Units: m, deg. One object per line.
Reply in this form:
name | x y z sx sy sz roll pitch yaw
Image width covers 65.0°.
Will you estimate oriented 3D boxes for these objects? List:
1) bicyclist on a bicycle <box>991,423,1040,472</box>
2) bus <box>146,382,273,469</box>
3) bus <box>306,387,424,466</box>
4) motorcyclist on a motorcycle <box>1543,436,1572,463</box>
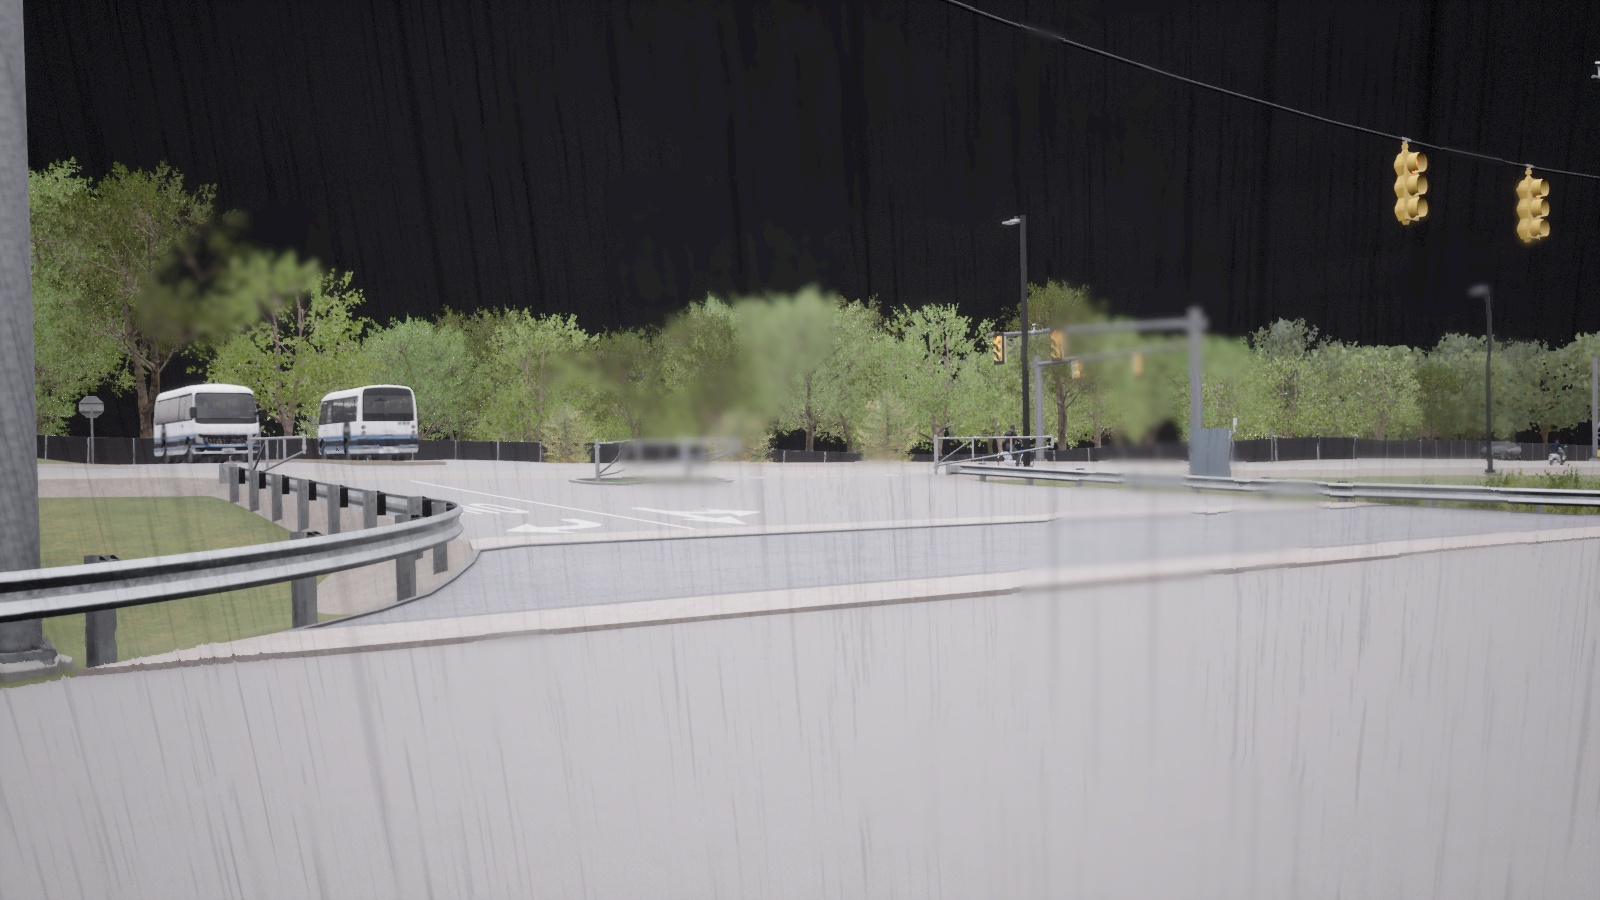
bicyclist on a bicycle | 8.009 -0.103 46.571 1.843 1.776 0.659 0 0 -34
bus | -32.184 -1.206 68.159 3.944 4.253 10.273 -1 0 -38
bus | -25.357 -1.279 72.808 3.944 4.253 10.273 -2 0 -33
motorcyclist on a motorcycle | 46.217 -0.036 76.618 1.817 1.590 0.866 0 0 -34
